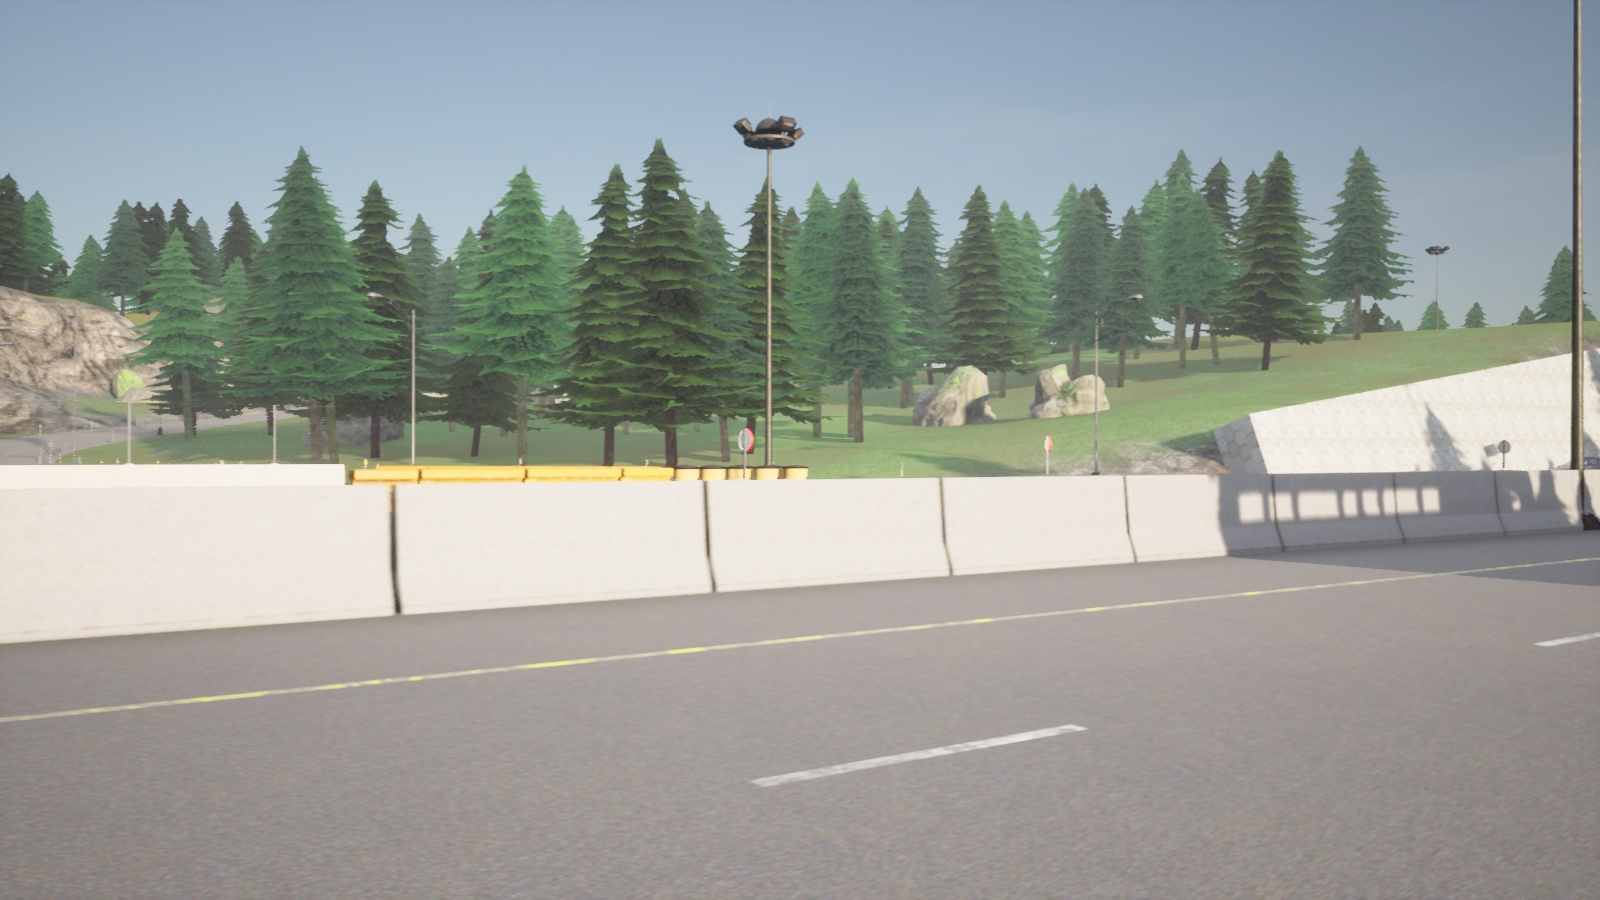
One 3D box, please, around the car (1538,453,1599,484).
[{"bbox_3d":[37.345,0.859,59.501,5.357,1.411,2.033,0,0,-35],"label":"car"}]
